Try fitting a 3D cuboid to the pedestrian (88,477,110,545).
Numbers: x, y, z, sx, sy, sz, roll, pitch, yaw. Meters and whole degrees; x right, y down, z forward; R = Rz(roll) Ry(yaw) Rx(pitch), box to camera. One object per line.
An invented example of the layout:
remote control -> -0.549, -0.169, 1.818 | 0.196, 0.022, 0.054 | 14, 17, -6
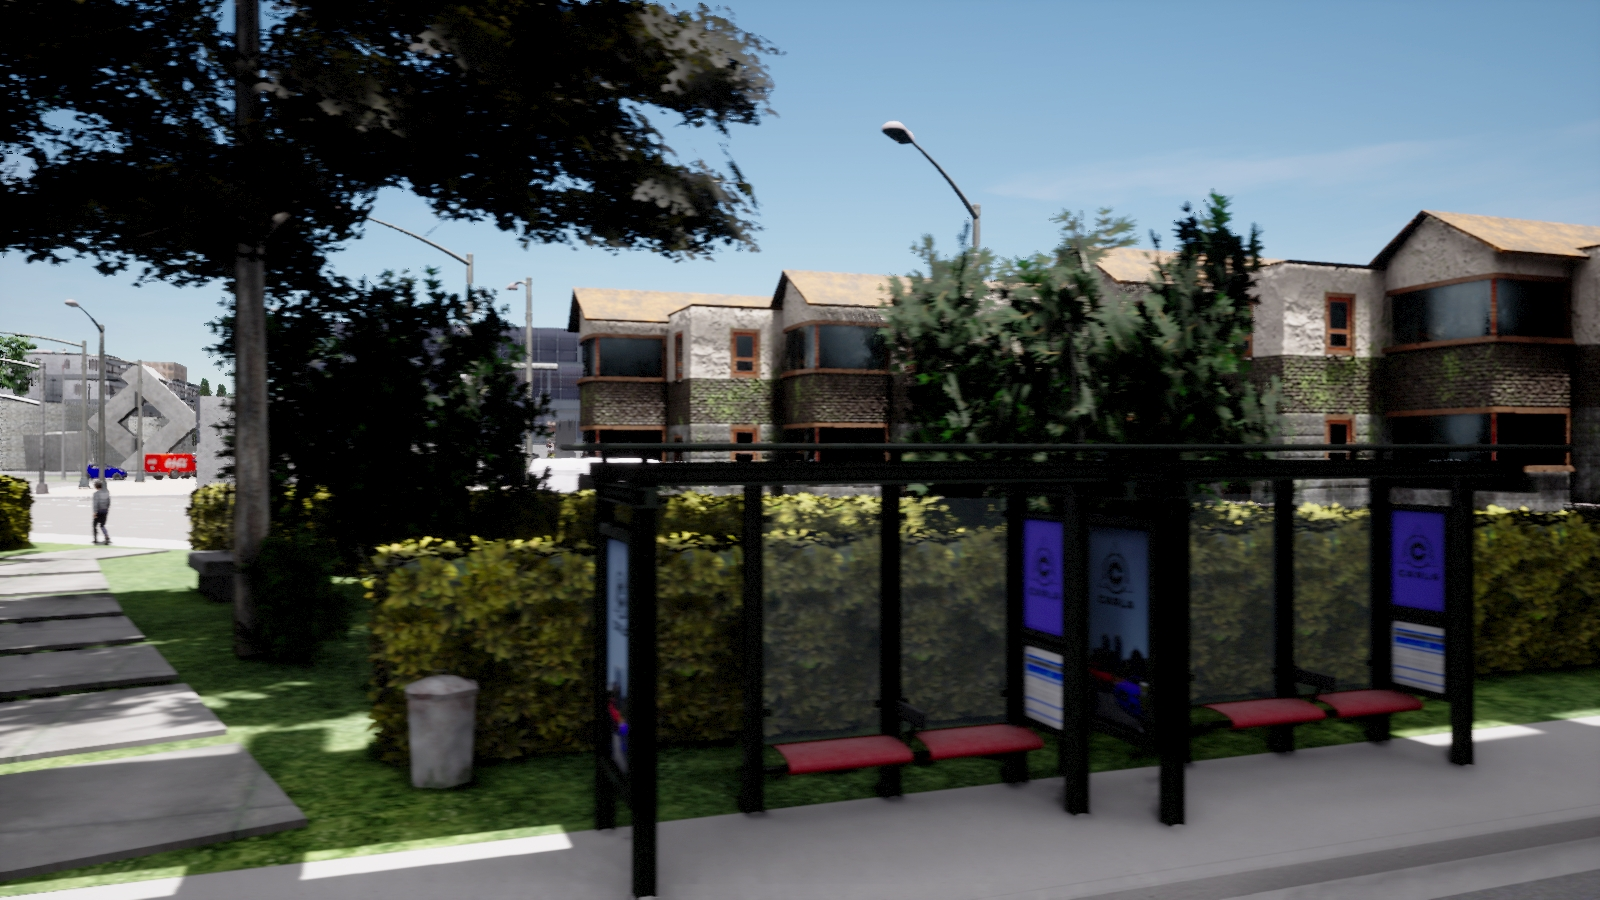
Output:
pedestrian -> -19.564, 1.697, 31.884 | 0.375, 1.860, 0.375 | 0, 0, 32
